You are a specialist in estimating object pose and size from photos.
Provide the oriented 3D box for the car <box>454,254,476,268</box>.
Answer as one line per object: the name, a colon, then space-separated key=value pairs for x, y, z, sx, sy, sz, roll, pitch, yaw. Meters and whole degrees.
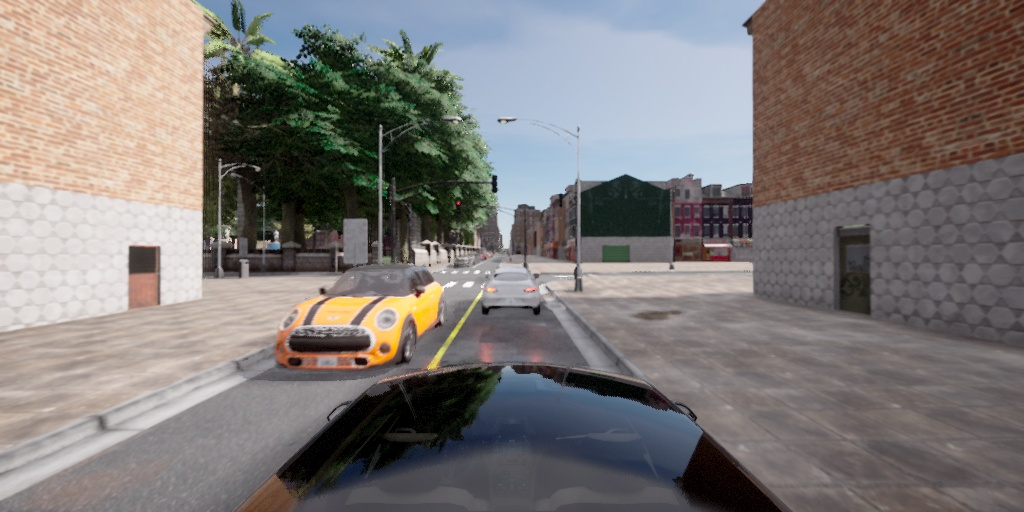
car: x=-5.683 y=0.603 z=41.526 sx=2.007 sy=1.370 sz=4.403 roll=0 pitch=0 yaw=-1

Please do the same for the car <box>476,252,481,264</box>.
car: x=-5.741 y=0.483 z=48.660 sx=2.007 sy=1.370 sz=4.403 roll=0 pitch=0 yaw=-1

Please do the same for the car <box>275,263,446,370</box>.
car: x=-2.836 y=0.992 z=7.745 sx=2.097 sy=1.767 sz=4.553 roll=0 pitch=1 yaw=0

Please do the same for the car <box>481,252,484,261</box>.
car: x=-5.806 y=0.410 z=54.109 sx=1.948 sy=1.339 sz=4.313 roll=0 pitch=0 yaw=-1

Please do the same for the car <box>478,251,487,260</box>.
car: x=-5.937 y=0.255 z=65.007 sx=1.802 sy=1.307 sz=4.207 roll=0 pitch=0 yaw=-1

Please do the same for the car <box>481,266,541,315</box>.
car: x=-0.015 y=1.081 z=12.509 sx=1.812 sy=1.442 sz=4.674 roll=0 pitch=1 yaw=1
